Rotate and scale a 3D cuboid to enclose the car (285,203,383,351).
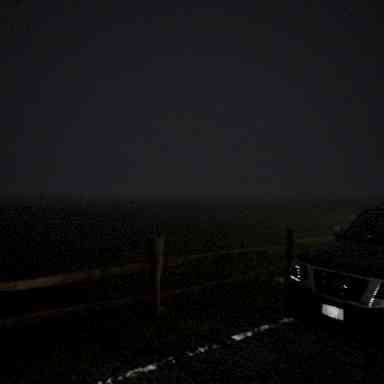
[{"bbox_3d":[4.109,1.223,5.965,5.566,2.045,2.150,0,0,-35],"label":"car"}]
